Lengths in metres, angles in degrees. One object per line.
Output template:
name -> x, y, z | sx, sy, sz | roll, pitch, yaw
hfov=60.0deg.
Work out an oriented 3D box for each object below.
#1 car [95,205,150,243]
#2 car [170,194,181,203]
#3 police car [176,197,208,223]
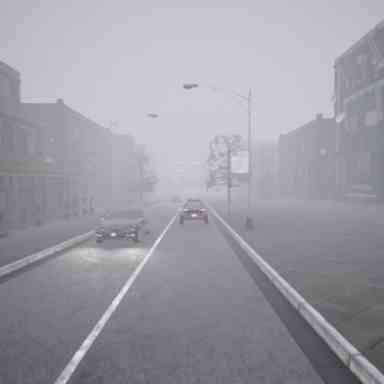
car -> -3.118, 1.436, 15.703 | 1.837, 1.490, 4.892 | 0, 0, 0
car -> -2.815, 1.128, 57.575 | 1.837, 1.490, 4.892 | 0, 0, 1
police car -> 0.152, 1.369, 24.483 | 2.038, 1.542, 4.974 | 0, 0, 0
